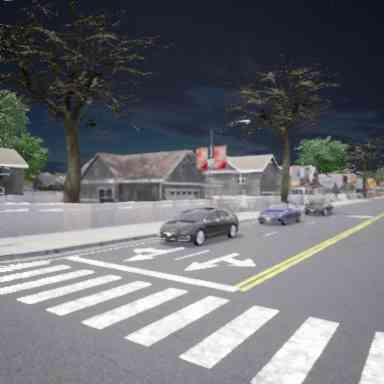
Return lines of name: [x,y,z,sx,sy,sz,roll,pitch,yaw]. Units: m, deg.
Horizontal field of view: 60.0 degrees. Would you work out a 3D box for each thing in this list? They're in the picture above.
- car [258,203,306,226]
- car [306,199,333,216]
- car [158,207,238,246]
car: [6.350,1.508,23.822,1.812,1.442,4.674,0,0,36]
car: [12.341,1.476,32.285,1.837,1.490,4.892,0,0,35]
car: [0.452,1.493,15.468,1.837,1.490,4.892,0,0,35]
